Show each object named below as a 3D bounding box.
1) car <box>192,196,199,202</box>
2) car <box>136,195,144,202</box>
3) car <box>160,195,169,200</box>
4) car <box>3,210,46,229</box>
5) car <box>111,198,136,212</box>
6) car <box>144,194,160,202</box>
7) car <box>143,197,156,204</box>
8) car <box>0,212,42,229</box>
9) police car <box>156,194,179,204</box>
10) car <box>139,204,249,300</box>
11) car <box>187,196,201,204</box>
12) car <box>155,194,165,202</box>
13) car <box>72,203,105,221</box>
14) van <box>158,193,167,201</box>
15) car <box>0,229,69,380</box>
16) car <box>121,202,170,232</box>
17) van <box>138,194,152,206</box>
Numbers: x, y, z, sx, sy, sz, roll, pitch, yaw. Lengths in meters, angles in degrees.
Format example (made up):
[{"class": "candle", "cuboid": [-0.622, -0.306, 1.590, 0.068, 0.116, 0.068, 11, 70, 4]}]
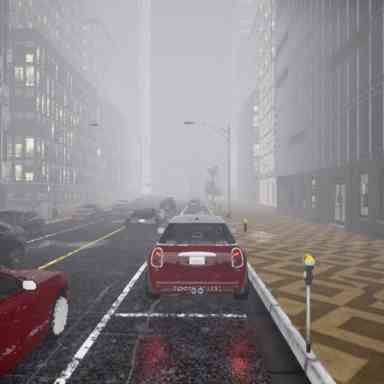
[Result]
[{"class": "car", "cuboid": [0.844, 1.531, 78.360, 1.802, 1.307, 4.206, 0, 0, 1]}, {"class": "car", "cuboid": [-7.996, 1.521, 50.053, 1.887, 1.381, 4.507, 0, 0, 1]}, {"class": "car", "cuboid": [-7.350, 1.502, 89.894, 1.947, 1.339, 4.313, 0, 0, 1]}, {"class": "car", "cuboid": [-8.549, 1.563, 15.905, 1.947, 1.339, 4.313, 0, 0, 1]}, {"class": "car", "cuboid": [-8.180, 1.536, 38.670, 2.008, 1.369, 4.403, 0, 0, 1]}, {"class": "car", "cuboid": [-5.328, 1.145, 48.870, 1.994, 1.385, 4.181, 0, 0, 1]}, {"class": "car", "cuboid": [-7.811, 1.549, 61.437, 1.802, 1.307, 4.206, 0, 0, 1]}, {"class": "car", "cuboid": [-6.083, 1.490, 8.427, 2.128, 1.511, 4.902, 0, 0, 1]}, {"class": "police car", "cuboid": [-2.517, 1.411, 37.137, 1.930, 1.638, 5.238, 0, 0, 1]}, {"class": "car", "cuboid": [0.134, 1.352, 8.582, 2.097, 1.767, 4.553, 0, 0, 1]}, {"class": "car", "cuboid": [0.291, 1.547, 44.213, 1.947, 1.339, 4.313, 0, 0, 1]}, {"class": "car", "cuboid": [-7.534, 1.389, 78.510, 1.967, 1.590, 4.097, 0, 0, 1]}, {"class": "car", "cuboid": [-8.364, 1.574, 27.286, 1.802, 1.307, 4.206, 0, 0, 1]}, {"class": "van", "cuboid": [-7.441, 1.283, 84.202, 1.690, 1.788, 3.998, 0, 0, 1]}, {"class": "car", "cuboid": [-2.960, 1.477, 3.489, 1.882, 1.535, 5.008, 0, 0, 1]}, {"class": "car", "cuboid": [-2.693, 1.559, 20.094, 1.994, 1.385, 4.181, 0, 0, 1]}, {"class": "van", "cuboid": [-7.903, 1.313, 55.745, 1.690, 1.788, 3.998, 0, 0, 1]}]
